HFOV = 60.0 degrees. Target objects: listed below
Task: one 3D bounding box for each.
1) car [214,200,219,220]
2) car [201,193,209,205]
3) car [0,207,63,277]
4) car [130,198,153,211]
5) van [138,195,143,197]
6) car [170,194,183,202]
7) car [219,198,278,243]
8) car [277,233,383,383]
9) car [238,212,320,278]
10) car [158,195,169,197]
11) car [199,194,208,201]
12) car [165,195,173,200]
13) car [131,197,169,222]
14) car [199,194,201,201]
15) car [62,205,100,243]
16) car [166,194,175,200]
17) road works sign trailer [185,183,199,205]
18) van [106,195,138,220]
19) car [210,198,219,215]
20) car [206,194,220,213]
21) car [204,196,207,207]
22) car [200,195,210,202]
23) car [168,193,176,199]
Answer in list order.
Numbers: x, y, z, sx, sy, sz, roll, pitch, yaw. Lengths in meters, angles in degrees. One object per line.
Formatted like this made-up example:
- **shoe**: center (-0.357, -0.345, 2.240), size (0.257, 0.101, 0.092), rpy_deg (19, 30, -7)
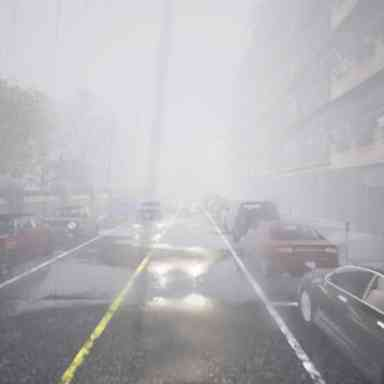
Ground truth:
- **car**: center (2.692, 1.462, 21.073), size (2.008, 1.369, 4.403), rpy_deg (0, 0, 0)
- **car**: center (2.692, 1.149, 43.591), size (2.192, 1.841, 5.009), rpy_deg (0, 0, 0)
- **car**: center (-5.688, 1.397, 9.812), size (1.967, 1.590, 4.097), rpy_deg (0, 0, 0)
- **car**: center (-5.688, 1.402, 37.962), size (2.008, 1.369, 4.403), rpy_deg (0, 0, 0)
- **van**: center (-5.688, 1.211, 32.331), size (1.690, 1.788, 3.998), rpy_deg (0, 0, 0)
- **car**: center (-3.005, 1.295, 67.847), size (1.812, 1.442, 4.674), rpy_deg (0, 0, 0)
- **car**: center (2.693, 1.249, 15.441), size (2.192, 1.841, 5.009), rpy_deg (0, 0, 0)
- **car**: center (2.692, 1.532, 4.182), size (2.008, 1.369, 4.403), rpy_deg (0, 0, 0)
- **car**: center (2.692, 1.502, 9.812), size (1.887, 1.381, 4.507), rpy_deg (0, 0, 0)
- **car**: center (-5.688, 1.311, 60.313), size (1.752, 1.417, 4.829), rpy_deg (0, 0, 0)
- **car**: center (2.692, 1.283, 77.375), size (1.887, 1.381, 4.507), rpy_deg (0, 0, 0)
- **car**: center (-5.689, 1.304, 83.006), size (1.802, 1.307, 4.206), rpy_deg (0, 0, 0)
- **car**: center (-3.097, 1.372, 25.456), size (1.882, 1.535, 5.008), rpy_deg (0, 0, 0)
- **car**: center (2.692, 1.242, 54.852), size (1.967, 1.590, 4.097), rpy_deg (0, 0, 0)
- **car**: center (-5.688, 1.374, 15.441), size (1.967, 1.590, 4.097), rpy_deg (0, 0, 0)
- **car**: center (-5.689, 1.253, 88.634), size (1.887, 1.381, 4.507), rpy_deg (0, 0, 0)
- **road works sign trailer**: center (0.000, 0.267, 54.299), size (2.380, 3.560, 2.880), rpy_deg (0, 0, 0)
- **van**: center (-5.688, 1.231, 26.702), size (1.690, 1.788, 3.998), rpy_deg (0, 0, 0)
- **car**: center (2.692, 1.435, 26.702), size (1.887, 1.381, 4.507), rpy_deg (0, 0, 0)
- **car**: center (2.692, 1.310, 32.331), size (1.967, 1.590, 4.097), rpy_deg (0, 0, 0)
- **car**: center (2.692, 1.433, 37.963), size (1.802, 1.307, 4.206), rpy_deg (0, 0, 0)
- **car**: center (2.692, 1.305, 71.744), size (2.008, 1.369, 4.403), rpy_deg (0, 0, 0)
- **car**: center (-5.688, 1.140, 94.262), size (1.967, 1.590, 4.097), rpy_deg (0, 0, 0)
